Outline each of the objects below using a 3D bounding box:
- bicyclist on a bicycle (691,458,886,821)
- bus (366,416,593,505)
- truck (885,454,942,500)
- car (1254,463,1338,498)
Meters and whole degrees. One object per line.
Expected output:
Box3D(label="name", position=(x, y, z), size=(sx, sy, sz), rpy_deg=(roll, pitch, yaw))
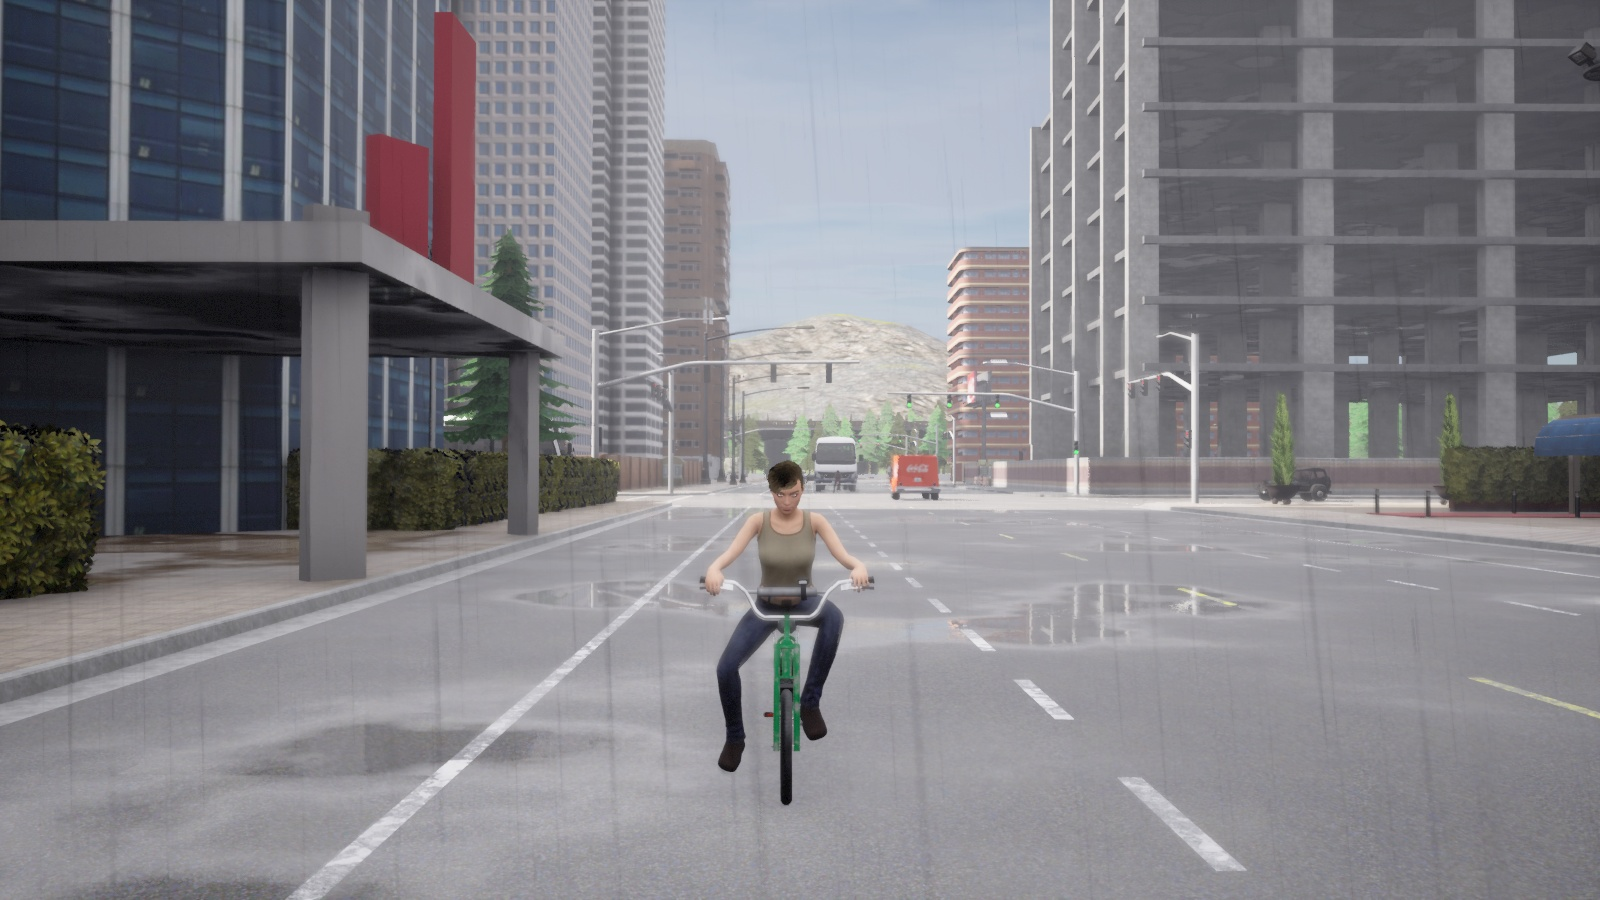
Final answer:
Box3D(label="bicyclist on a bicycle", position=(-0.061, 0.858, 6.372), size=(0.866, 1.612, 1.509), rpy_deg=(0, -1, -1))
Box3D(label="bus", position=(-15.772, 0.549, 62.540), size=(10.273, 4.253, 3.944), rpy_deg=(0, -1, 0))
Box3D(label="truck", position=(6.321, 1.481, 70.362), size=(2.627, 2.467, 5.204), rpy_deg=(0, -1, -1))
Box3D(label="car", position=(27.429, 1.666, 69.556), size=(3.866, 1.878, 1.905), rpy_deg=(0, -1, 0))
